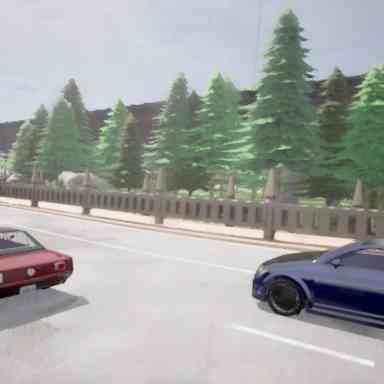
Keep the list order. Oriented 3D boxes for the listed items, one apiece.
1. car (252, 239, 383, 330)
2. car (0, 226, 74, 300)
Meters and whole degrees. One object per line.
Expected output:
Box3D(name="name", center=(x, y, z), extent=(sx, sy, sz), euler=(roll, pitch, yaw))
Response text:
Box3D(name="car", center=(3.222, 1.558, 5.993), extent=(4.181, 1.385, 1.994), euler=(1, 0, 35))
Box3D(name="car", center=(-4.823, 1.434, 7.430), extent=(4.718, 1.301, 1.895), euler=(3, 1, 35))
